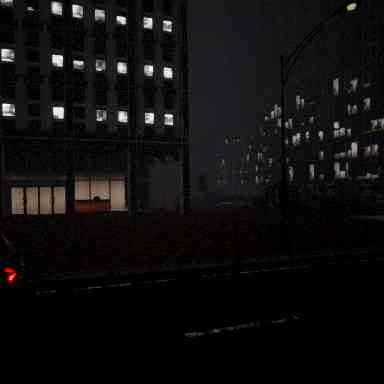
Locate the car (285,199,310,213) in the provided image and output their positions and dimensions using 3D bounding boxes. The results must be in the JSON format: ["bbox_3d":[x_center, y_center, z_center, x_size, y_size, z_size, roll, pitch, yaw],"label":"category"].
[{"bbox_3d":[10.940,1.399,34.661,1.802,1.307,4.206,0,1,-20],"label":"car"}]

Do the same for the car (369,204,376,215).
[{"bbox_3d":[14.925,1.289,31.564,1.882,1.535,5.008,-1,1,-20],"label":"car"}]

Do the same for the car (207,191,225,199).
[{"bbox_3d":[5.384,0.633,74.955,2.192,1.841,5.009,0,1,-20],"label":"car"}]

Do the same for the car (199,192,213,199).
[{"bbox_3d":[3.450,0.705,80.300,1.967,1.590,4.097,0,1,-20],"label":"car"}]

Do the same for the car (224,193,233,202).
[{"bbox_3d":[4.818,1.140,59.786,2.033,1.411,5.357,-1,1,-20],"label":"car"}]

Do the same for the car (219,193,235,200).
[{"bbox_3d":[7.320,0.953,69.614,1.802,1.307,4.206,0,1,-20],"label":"car"}]

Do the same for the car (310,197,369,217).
[{"bbox_3d":[12.858,1.434,29.309,1.947,1.339,4.313,0,1,-20],"label":"car"}]

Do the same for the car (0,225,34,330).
[{"bbox_3d":[-4.996,1.353,5.155,4.553,1.767,2.097,0,0,-21],"label":"car"}]

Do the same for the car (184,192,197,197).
[{"bbox_3d":[-0.418,0.709,90.990,2.008,1.369,4.403,0,1,-20],"label":"car"}]

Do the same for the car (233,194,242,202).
[{"bbox_3d":[7.974,1.023,60.173,1.812,1.442,4.674,-1,1,-20],"label":"car"}]

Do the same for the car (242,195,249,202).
[{"bbox_3d":[11.188,1.059,58.924,1.802,1.307,4.206,0,1,-20],"label":"car"}]

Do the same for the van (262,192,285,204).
[{"bbox_3d":[13.121,0.870,53.577,1.690,1.788,3.998,0,1,-20],"label":"van"}]

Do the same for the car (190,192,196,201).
[{"bbox_3d":[-0.560,1.056,66.763,2.008,1.369,4.403,0,1,-20],"label":"car"}]

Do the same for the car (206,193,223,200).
[{"bbox_3d":[4.559,0.930,69.609,1.812,1.442,4.674,-1,1,-20],"label":"car"}]

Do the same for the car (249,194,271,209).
[{"bbox_3d":[9.061,1.331,40.025,1.947,1.339,4.313,0,1,-20],"label":"car"}]

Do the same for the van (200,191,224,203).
[{"bbox_3d":[3.308,0.952,56.071,1.690,1.788,3.998,0,1,-20],"label":"van"}]

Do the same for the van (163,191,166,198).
[{"bbox_3d":[-6.364,0.687,82.793,1.690,1.788,3.998,0,1,-20],"label":"van"}]
